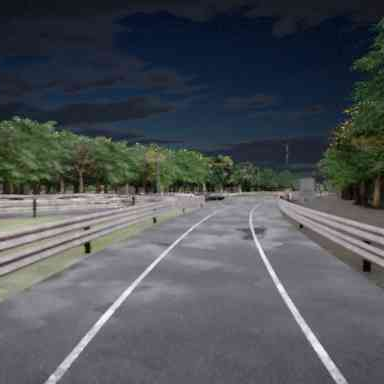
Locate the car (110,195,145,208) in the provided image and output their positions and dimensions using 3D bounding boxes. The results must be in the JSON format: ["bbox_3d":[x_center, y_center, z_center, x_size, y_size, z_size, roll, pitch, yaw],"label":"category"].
[{"bbox_3d":[-7.869,1.097,41.208,2.128,1.511,4.902,1,1,34],"label":"car"}]

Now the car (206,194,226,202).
[{"bbox_3d":[4.396,1.027,60.299,1.882,1.535,5.008,1,1,32],"label":"car"}]
